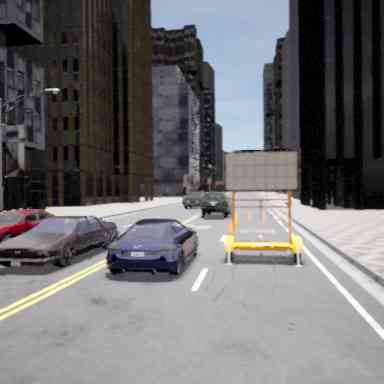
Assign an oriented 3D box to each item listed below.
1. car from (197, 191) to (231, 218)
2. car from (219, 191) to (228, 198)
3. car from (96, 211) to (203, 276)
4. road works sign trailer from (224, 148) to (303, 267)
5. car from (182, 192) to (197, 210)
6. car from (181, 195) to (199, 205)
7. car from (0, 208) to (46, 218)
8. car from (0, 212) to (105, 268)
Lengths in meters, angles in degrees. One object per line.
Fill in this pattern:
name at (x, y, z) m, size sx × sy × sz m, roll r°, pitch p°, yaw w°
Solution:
car at (2.123, 1.039, 28.481) m, size 2.150 × 2.045 × 5.566 m, roll -1°, pitch 0°, yaw 10°
car at (7.530, 0.652, 79.387) m, size 1.837 × 1.490 × 4.892 m, roll -1°, pitch 0°, yaw 10°
car at (-1.018, 1.518, 10.311) m, size 1.994 × 1.385 × 4.181 m, roll -1°, pitch 0°, yaw 10°
road works sign trailer at (2.308, 0.375, 11.127) m, size 2.380 × 3.560 × 2.880 m, roll -1°, pitch 0°, yaw 10°
car at (0.489, 0.994, 39.293) m, size 2.150 × 2.045 × 5.566 m, roll -1°, pitch 1°, yaw 10°
car at (-0.219, 1.251, 54.118) m, size 2.033 × 1.411 × 5.357 m, roll -1°, pitch 0°, yaw 10°
car at (-7.222, 1.486, 13.759) m, size 1.882 × 1.535 × 5.008 m, roll -1°, pitch 0°, yaw 10°
car at (-4.302, 1.533, 11.578) m, size 2.033 × 1.411 × 5.357 m, roll -1°, pitch 0°, yaw 10°
